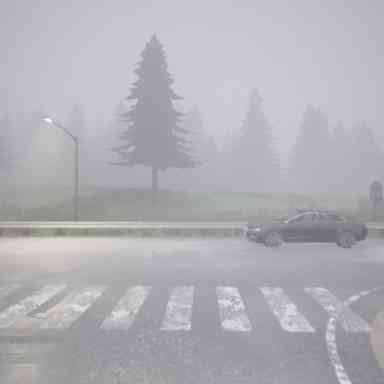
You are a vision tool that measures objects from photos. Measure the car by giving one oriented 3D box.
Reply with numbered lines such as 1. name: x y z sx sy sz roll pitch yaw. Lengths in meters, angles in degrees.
1. car: 4.682 1.484 13.905 4.902 1.511 2.128 0 0 1
